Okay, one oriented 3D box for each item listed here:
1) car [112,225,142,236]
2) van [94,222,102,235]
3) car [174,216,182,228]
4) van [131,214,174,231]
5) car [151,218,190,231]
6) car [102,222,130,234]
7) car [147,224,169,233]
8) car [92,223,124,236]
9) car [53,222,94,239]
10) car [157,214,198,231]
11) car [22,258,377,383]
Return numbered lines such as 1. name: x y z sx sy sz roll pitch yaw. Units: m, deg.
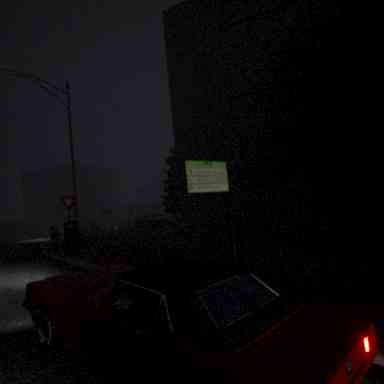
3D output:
1. car: -11.518 6.788 58.924 4.792 1.488 2.163 -7 -8 21
2. van: -15.786 5.506 48.561 4.442 1.987 1.878 -7 -7 21
3. car: -4.090 4.391 44.350 4.792 1.488 2.163 -7 -7 21
4. van: -5.042 3.906 41.763 4.442 1.987 1.878 -7 -7 21
5. car: -3.087 4.615 46.989 5.008 1.535 2.097 -7 -8 20
6. car: -10.612 5.273 48.921 2.097 1.767 4.553 -7 -8 21
7. car: -6.114 6.573 60.230 1.837 1.490 4.892 -7 -8 21
8. car: -13.612 6.091 53.655 4.553 1.767 2.185 -7 -8 21
9. car: -14.343 4.630 39.461 1.882 1.535 5.008 -7 -6 22
10. car: -2.132 4.625 49.564 5.566 2.045 2.435 -7 -8 21
11. car: -0.372 1.590 4.409 4.718 1.301 1.895 0 1 40
